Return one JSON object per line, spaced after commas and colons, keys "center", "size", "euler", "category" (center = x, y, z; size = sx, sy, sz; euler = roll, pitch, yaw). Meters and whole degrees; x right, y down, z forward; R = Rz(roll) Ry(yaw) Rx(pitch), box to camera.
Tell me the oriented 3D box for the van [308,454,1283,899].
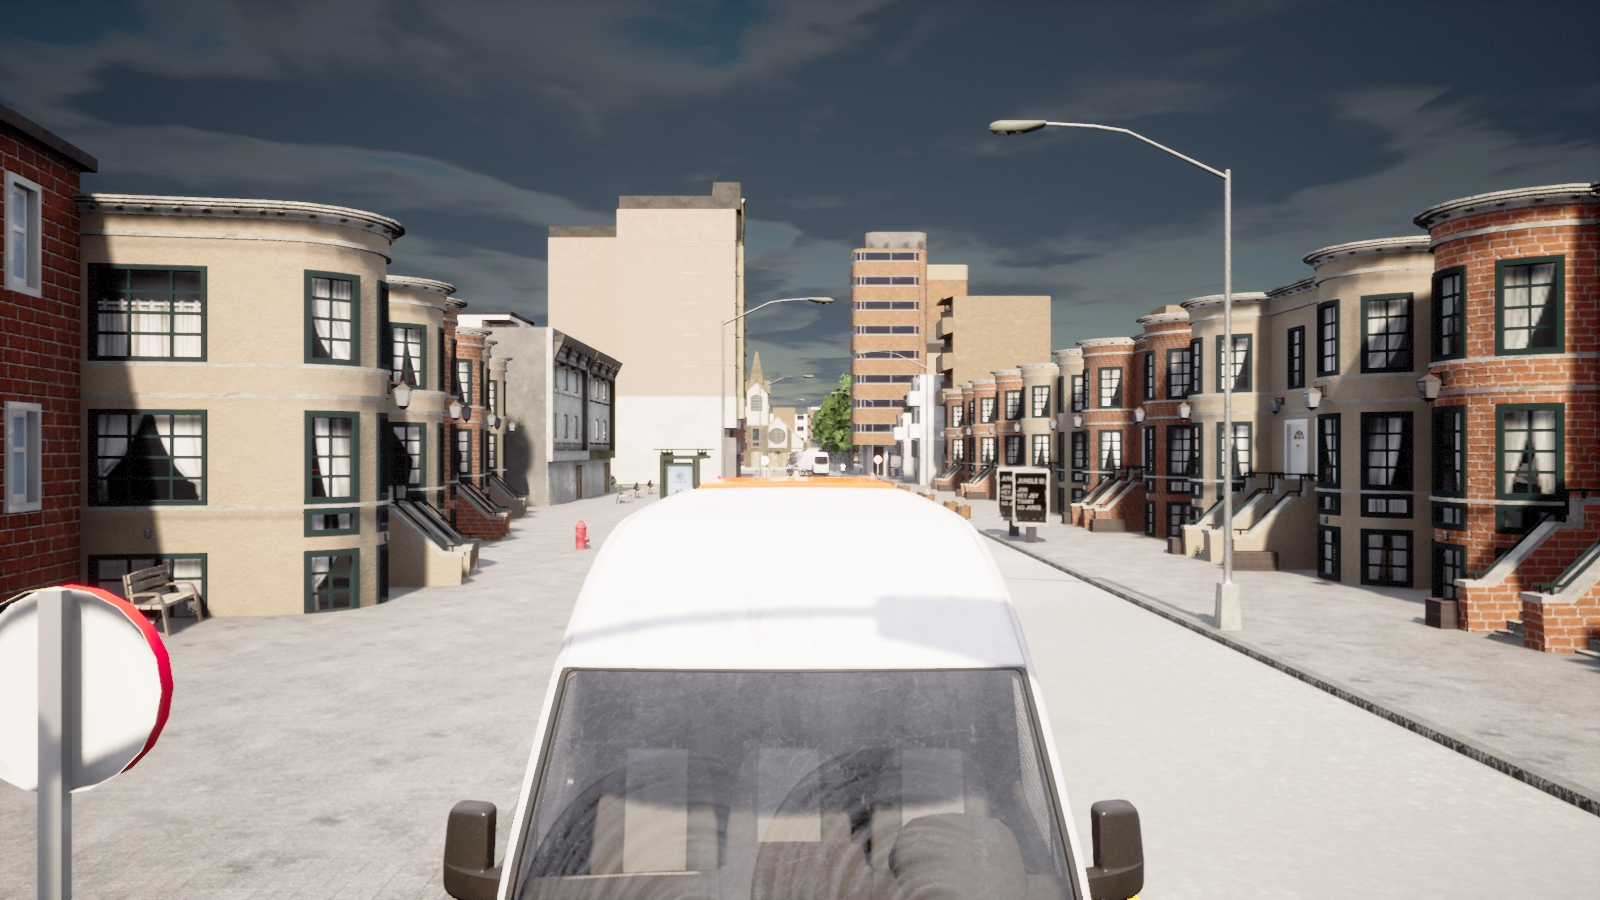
{"center": [-0.018, 1.312, 5.288], "size": [1.988, 2.561, 5.915], "euler": [0, 0, 0], "category": "van"}
